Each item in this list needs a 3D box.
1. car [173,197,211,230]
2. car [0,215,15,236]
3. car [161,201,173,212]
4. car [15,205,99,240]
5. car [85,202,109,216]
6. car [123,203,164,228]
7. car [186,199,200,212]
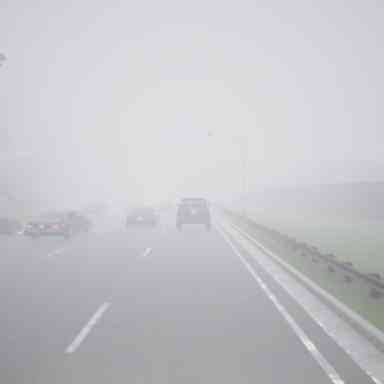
[{"bbox_3d":[0.100,1.365,22.507,2.150,2.045,5.566,0,0,0],"label":"car"},{"bbox_3d":[-10.399,1.652,16.191,2.033,1.411,5.357,0,0,0],"label":"car"},{"bbox_3d":[-3.367,1.840,43.132,1.994,1.385,4.181,0,0,0],"label":"car"},{"bbox_3d":[-6.899,1.662,17.794,2.033,1.411,5.357,0,0,0],"label":"car"},{"bbox_3d":[-10.399,1.776,35.741,2.033,1.411,5.357,0,0,0],"label":"car"},{"bbox_3d":[-3.400,1.716,23.772,1.994,1.385,4.181,0,0,0],"label":"car"},{"bbox_3d":[0.142,1.792,44.761,1.837,1.490,4.892,0,0,0],"label":"car"}]
